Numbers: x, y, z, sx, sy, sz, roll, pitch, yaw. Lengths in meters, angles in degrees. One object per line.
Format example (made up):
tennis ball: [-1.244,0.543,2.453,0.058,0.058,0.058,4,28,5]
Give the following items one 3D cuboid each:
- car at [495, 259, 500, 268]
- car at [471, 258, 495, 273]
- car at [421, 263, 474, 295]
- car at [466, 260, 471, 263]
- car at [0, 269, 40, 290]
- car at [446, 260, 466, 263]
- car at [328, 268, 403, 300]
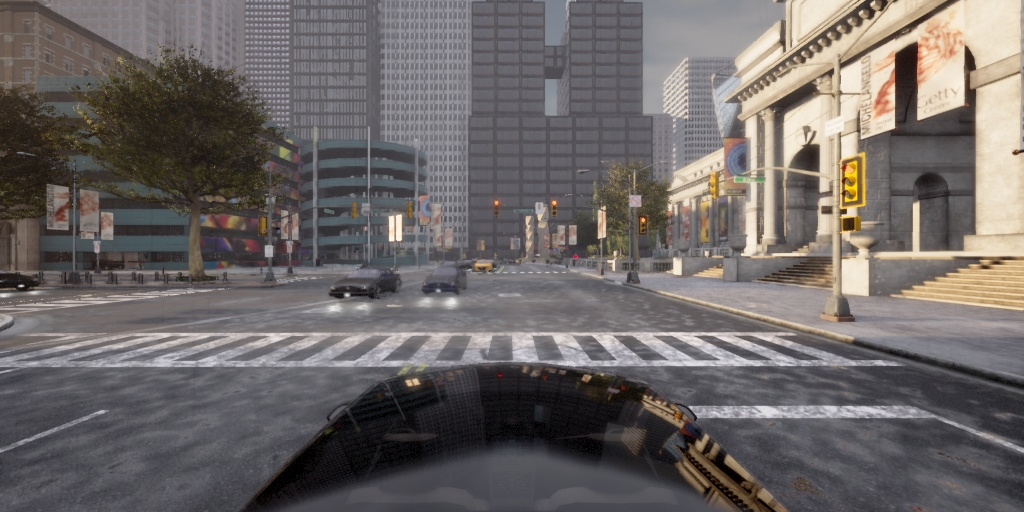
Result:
car: [-3.491,1.228,58.941,1.882,1.535,5.008,0,0,0]
car: [-3.515,1.227,44.388,1.882,1.535,5.008,0,0,0]
car: [-3.564,1.297,20.025,2.033,1.411,5.357,0,0,0]
car: [-6.988,1.297,56.964,2.033,1.411,5.357,0,0,0]
car: [-30.245,1.297,20.156,5.357,1.411,2.033,0,0,0]
car: [-7.021,1.298,41.429,2.033,1.411,5.357,0,0,0]
car: [-7.066,1.296,18.038,2.033,1.411,5.357,0,0,0]
